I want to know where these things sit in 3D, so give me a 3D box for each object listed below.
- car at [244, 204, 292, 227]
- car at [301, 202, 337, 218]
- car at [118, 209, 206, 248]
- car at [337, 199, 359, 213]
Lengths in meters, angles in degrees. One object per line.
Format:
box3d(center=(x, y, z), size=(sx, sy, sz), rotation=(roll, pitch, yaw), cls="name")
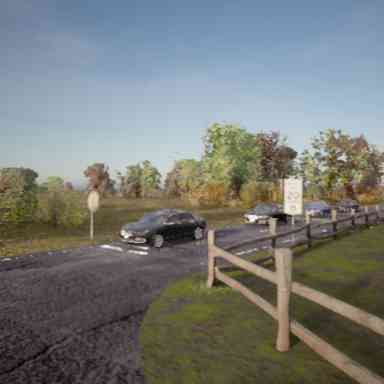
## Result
box3d(center=(5.578, 1.613, 24.102), size=(2.128, 1.511, 4.902), rotation=(1, 0, 39), cls="car")
box3d(center=(12.109, 1.668, 32.118), size=(1.812, 1.442, 4.674), rotation=(1, 0, 39), cls="car")
box3d(center=(-1.236, 1.609, 15.590), size=(1.837, 1.490, 4.892), rotation=(1, 0, 37), cls="car")
box3d(center=(18.691, 1.668, 40.133), size=(1.837, 1.490, 4.892), rotation=(1, 0, 40), cls="car")
